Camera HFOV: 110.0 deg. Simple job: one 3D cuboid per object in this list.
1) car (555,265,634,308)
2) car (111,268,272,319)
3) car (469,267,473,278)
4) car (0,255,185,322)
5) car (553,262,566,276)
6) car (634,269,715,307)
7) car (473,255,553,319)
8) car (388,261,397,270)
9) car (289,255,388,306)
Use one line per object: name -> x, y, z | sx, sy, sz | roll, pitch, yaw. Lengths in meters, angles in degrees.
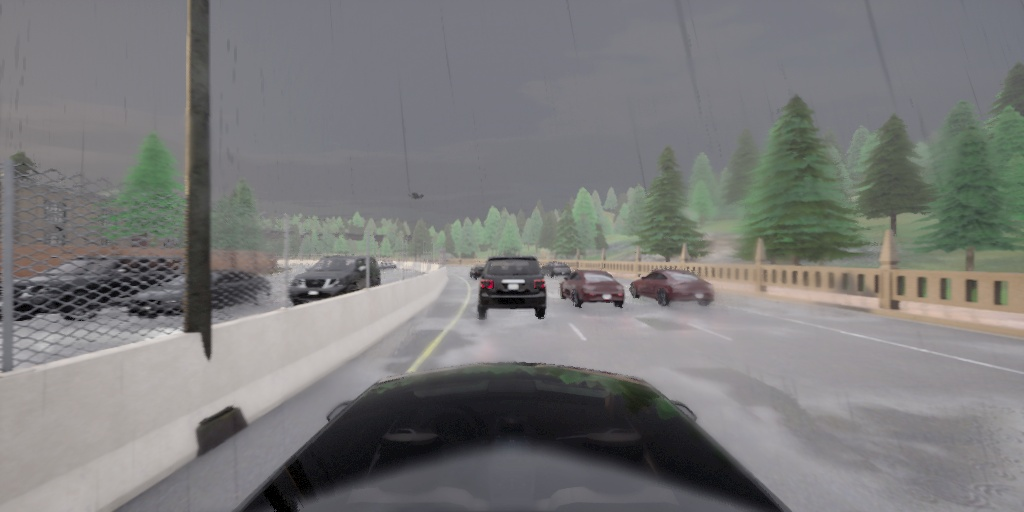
car -> 3.268, 1.298, 15.206 | 1.812, 1.442, 4.674 | 0, 0, -4
car -> -10.825, 1.272, 12.942 | 1.837, 1.490, 4.892 | 0, 0, -3
car -> -2.759, 1.401, 32.603 | 1.895, 1.301, 4.718 | 0, 0, -13
car -> -14.252, 0.988, 12.730 | 2.150, 2.045, 5.566 | 0, 0, -3
car -> 4.017, 1.294, 34.135 | 2.128, 1.511, 4.902 | 0, 0, -13
car -> 6.755, 1.299, 15.507 | 1.812, 1.442, 4.674 | 0, 0, -4
car -> -0.081, 0.989, 13.116 | 2.150, 2.045, 5.566 | 0, 0, -3
car -> -19.139, 1.436, 55.501 | 1.895, 1.301, 4.718 | 0, 0, -28
car -> -7.455, 0.994, 15.864 | 2.150, 2.045, 5.566 | 0, 0, -4
